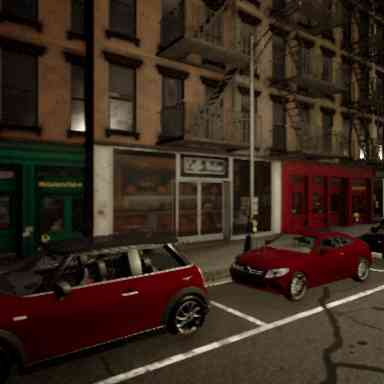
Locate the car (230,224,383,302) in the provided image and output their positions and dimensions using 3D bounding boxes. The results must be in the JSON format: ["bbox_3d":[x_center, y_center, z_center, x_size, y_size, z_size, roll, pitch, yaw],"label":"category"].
[{"bbox_3d":[2.843,1.584,8.225,4.206,1.307,1.802,0,0,-36],"label":"car"}]

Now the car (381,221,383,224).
[{"bbox_3d":[7.463,1.569,11.525,4.313,1.339,1.947,0,0,-36],"label":"car"}]

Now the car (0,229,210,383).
[{"bbox_3d":[-1.778,1.441,4.925,4.097,1.590,1.967,0,0,-36],"label":"car"}]
